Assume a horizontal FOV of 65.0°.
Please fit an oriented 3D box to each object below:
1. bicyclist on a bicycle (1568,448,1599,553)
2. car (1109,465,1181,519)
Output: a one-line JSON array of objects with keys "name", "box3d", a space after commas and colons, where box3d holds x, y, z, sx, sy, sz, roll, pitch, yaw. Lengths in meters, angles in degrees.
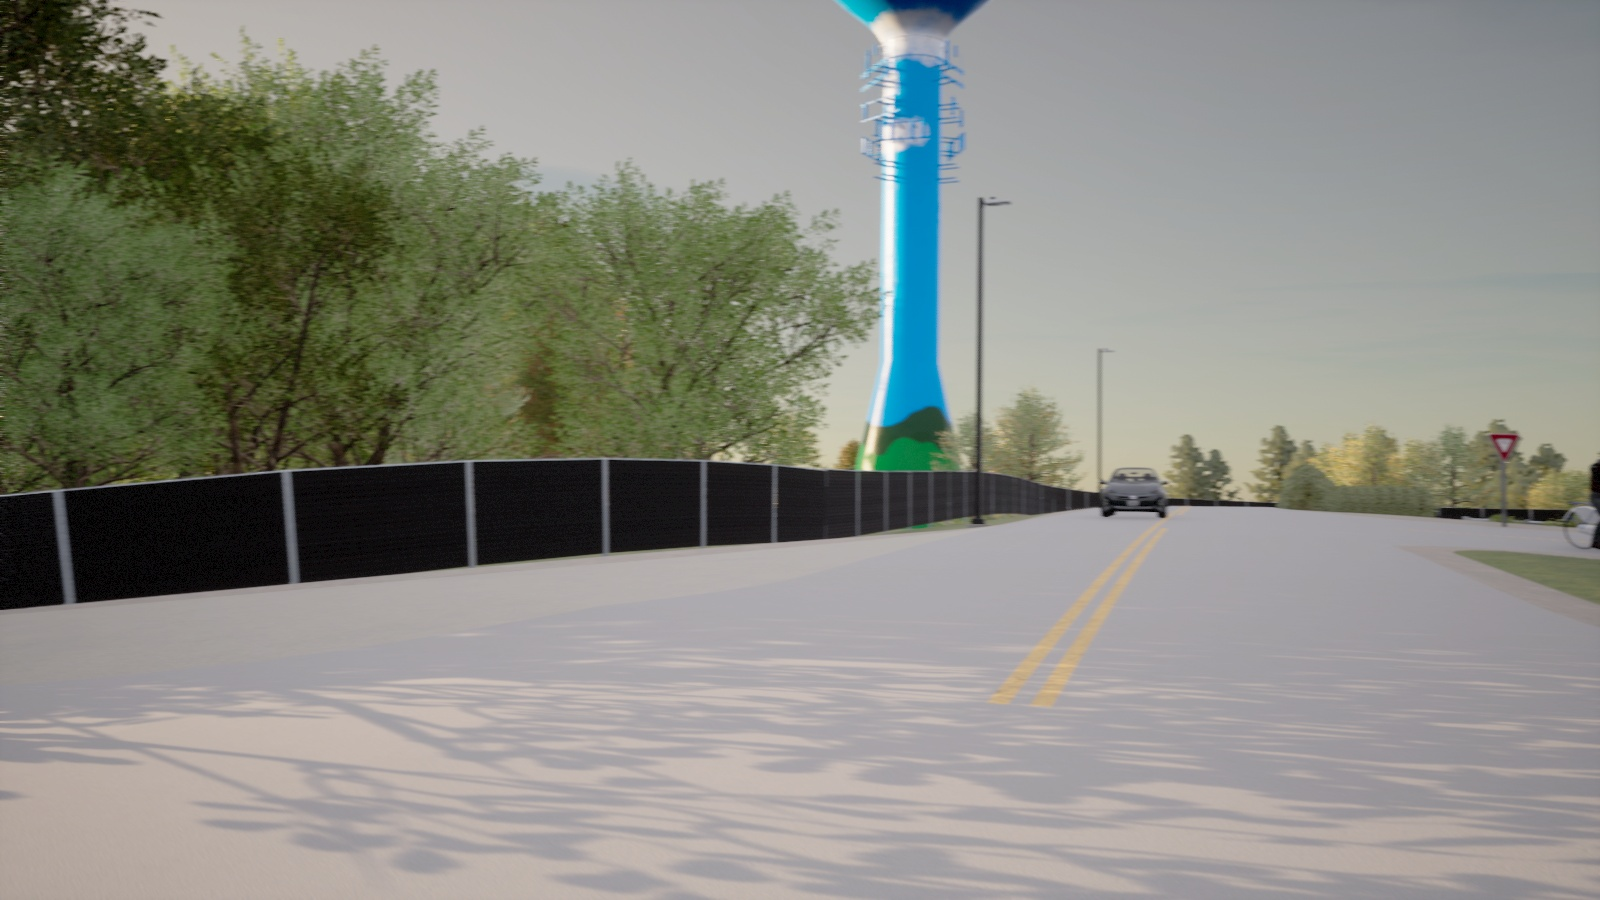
[{"name": "bicyclist on a bicycle", "box3d": [13.915, 0.856, 20.942, 0.659, 1.776, 1.843, 2, -2, -24]}, {"name": "car", "box3d": [10.552, 1.254, 38.253, 2.007, 1.525, 4.514, 0, -1, 17]}]
